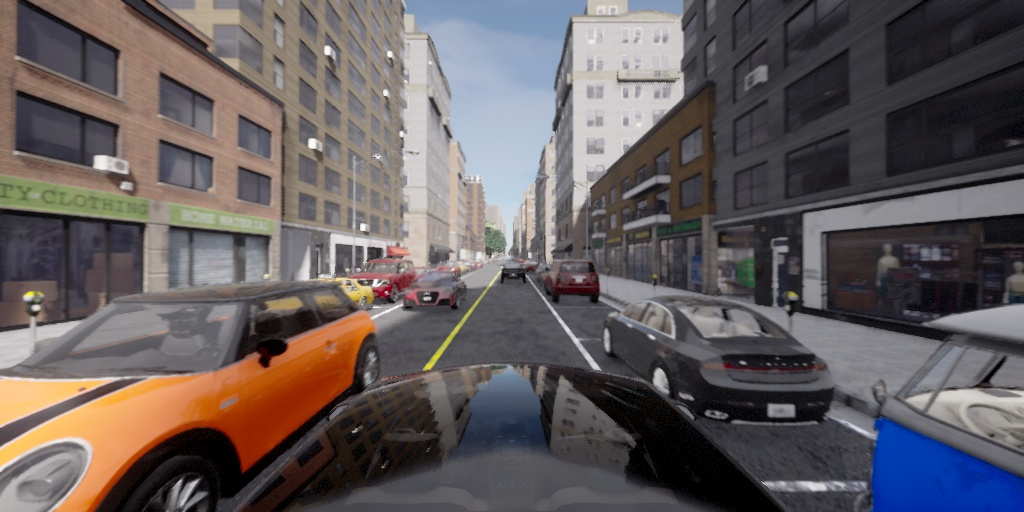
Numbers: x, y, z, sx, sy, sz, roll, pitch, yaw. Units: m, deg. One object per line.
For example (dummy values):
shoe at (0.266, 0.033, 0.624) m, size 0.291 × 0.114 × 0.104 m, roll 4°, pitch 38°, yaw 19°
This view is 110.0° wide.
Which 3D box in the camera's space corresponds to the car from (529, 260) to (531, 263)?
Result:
car at (2.663, 1.313, 44.187) m, size 1.888 × 1.381 × 4.507 m, roll 0°, pitch 0°, yaw 0°

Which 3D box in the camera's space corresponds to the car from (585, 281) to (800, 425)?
car at (2.673, 1.300, 5.748) m, size 2.007 × 1.370 × 4.403 m, roll 0°, pitch 0°, yaw 0°

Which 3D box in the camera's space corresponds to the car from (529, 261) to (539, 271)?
car at (2.667, 1.305, 27.713) m, size 2.007 × 1.370 × 4.403 m, roll 0°, pitch 0°, yaw 0°

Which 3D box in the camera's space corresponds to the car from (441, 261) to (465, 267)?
car at (-5.863, 1.197, 33.191) m, size 1.967 × 1.591 × 4.097 m, roll 0°, pitch 0°, yaw 0°

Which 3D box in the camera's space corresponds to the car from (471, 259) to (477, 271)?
car at (-5.864, 1.318, 44.177) m, size 2.007 × 1.370 × 4.403 m, roll 0°, pitch 0°, yaw 0°

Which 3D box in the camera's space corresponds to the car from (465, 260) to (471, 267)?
car at (-5.864, 1.287, 38.514) m, size 1.751 × 1.417 × 4.829 m, roll 0°, pitch 0°, yaw 0°

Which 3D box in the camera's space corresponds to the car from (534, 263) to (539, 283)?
car at (2.669, 1.318, 22.221) m, size 1.948 × 1.339 × 4.313 m, roll 0°, pitch 0°, yaw 0°

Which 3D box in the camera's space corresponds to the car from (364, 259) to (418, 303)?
car at (-5.860, 1.064, 16.712) m, size 2.192 × 1.841 × 5.009 m, roll 0°, pitch 0°, yaw 0°

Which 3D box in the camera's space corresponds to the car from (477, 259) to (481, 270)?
car at (-5.865, 1.214, 49.669) m, size 1.967 × 1.591 × 4.097 m, roll 0°, pitch 0°, yaw 0°

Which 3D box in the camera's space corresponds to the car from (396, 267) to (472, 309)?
car at (-3.003, 1.314, 14.726) m, size 1.994 × 1.385 × 4.181 m, roll 0°, pitch 0°, yaw 0°

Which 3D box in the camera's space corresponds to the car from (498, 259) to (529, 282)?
car at (0.094, 1.233, 28.719) m, size 1.882 × 1.535 × 5.008 m, roll 0°, pitch 0°, yaw 0°

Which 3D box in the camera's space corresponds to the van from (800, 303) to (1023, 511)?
van at (2.675, 1.091, 0.256) m, size 1.690 × 1.789 × 3.998 m, roll 0°, pitch 0°, yaw 0°

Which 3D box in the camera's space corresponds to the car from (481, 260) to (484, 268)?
car at (-5.867, 1.229, 60.656) m, size 1.967 × 1.591 × 4.097 m, roll 0°, pitch 0°, yaw 0°

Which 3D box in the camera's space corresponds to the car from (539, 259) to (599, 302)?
car at (2.670, 1.065, 16.730) m, size 2.192 × 1.841 × 5.009 m, roll 0°, pitch 0°, yaw 0°

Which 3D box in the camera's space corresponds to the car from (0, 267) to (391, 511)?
car at (-3.073, 1.101, 3.580) m, size 2.097 × 1.767 × 4.553 m, roll 0°, pitch 0°, yaw 0°

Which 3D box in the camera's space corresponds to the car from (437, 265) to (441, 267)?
car at (-5.861, 1.333, 22.206) m, size 1.802 × 1.307 × 4.207 m, roll 0°, pitch 0°, yaw 0°
